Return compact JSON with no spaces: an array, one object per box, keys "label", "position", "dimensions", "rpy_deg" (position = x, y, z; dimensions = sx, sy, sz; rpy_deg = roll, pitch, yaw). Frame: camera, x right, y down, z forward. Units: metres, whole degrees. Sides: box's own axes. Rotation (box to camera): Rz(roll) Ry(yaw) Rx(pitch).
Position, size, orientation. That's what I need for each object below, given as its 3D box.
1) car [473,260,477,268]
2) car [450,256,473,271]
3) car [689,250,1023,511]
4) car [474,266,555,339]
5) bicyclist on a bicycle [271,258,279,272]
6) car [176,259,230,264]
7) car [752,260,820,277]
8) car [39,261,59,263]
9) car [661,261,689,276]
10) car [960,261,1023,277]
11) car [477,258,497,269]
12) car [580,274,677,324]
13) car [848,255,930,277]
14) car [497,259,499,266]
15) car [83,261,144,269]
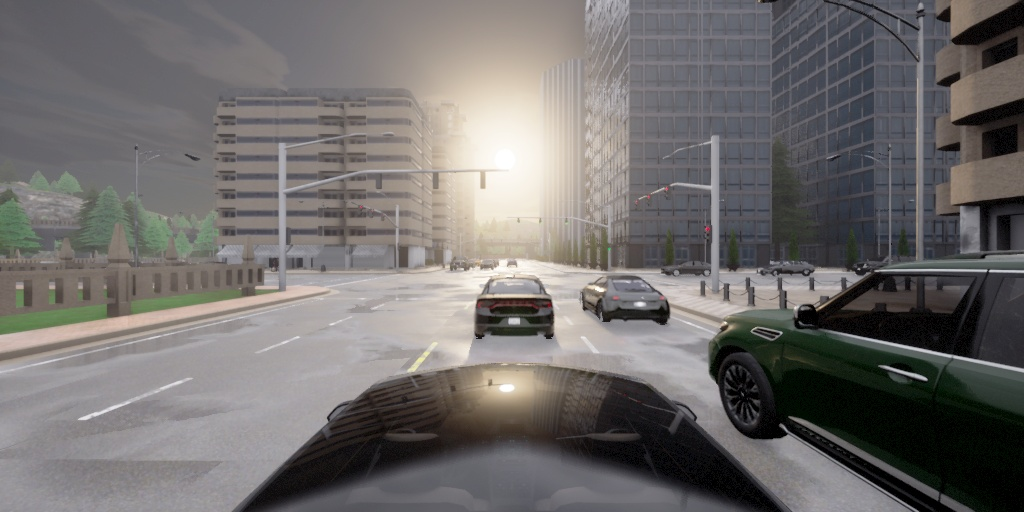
[{"label":"car","position":[-7.134,1.250,59.258],"dimensions":[1.837,1.490,4.892],"rpy_deg":[0,0,0]},{"label":"car","position":[-7.140,0.968,49.554],"dimensions":[2.150,2.045,5.566],"rpy_deg":[0,0,0]},{"label":"car","position":[3.601,0.971,2.248],"dimensions":[2.150,2.045,5.566],"rpy_deg":[0,0,0]},{"label":"car","position":[0.062,1.227,10.116],"dimensions":[1.882,1.535,5.008],"rpy_deg":[0,0,0]},{"label":"bicyclist on a bicycle","position":[-26.115,0.992,39.764],"dimensions":[0.582,1.620,1.656],"rpy_deg":[0,0,7]},{"label":"car","position":[-22.933,1.197,27.875],"dimensions":[4.892,1.490,1.837],"rpy_deg":[0,0,3]},{"label":"car","position":[26.310,1.183,34.567],"dimensions":[4.902,1.511,2.128],"rpy_deg":[0,0,0]},{"label":"car","position":[-42.804,1.218,33.231],"dimensions":[4.674,1.442,1.812],"rpy_deg":[0,0,30]},{"label":"car","position":[16.947,1.197,34.617],"dimensions":[4.892,1.490,1.837],"rpy_deg":[0,0,0]},{"label":"car","position":[46.528,1.218,34.439],"dimensions":[4.674,1.442,1.812],"rpy_deg":[0,0,1]},{"label":"car","position":[-3.640,1.251,52.926],"dimensions":[1.837,1.490,4.892],"rpy_deg":[0,0,0]},{"label":"car","position":[3.573,1.313,11.993],"dimensions":[1.994,1.385,4.181],"rpy_deg":[0,0,0]},{"label":"car","position":[36.189,0.914,34.517],"dimensions":[5.566,2.045,2.150],"rpy_deg":[0,0,0]},{"label":"car","position":[-3.622,1.237,62.266],"dimensions":[2.128,1.511,4.902],"rpy_deg":[0,0,0]},{"label":"car","position":[-32.967,1.293,29.193],"dimensions":[4.718,1.301,1.895],"rpy_deg":[0,0,15]}]
